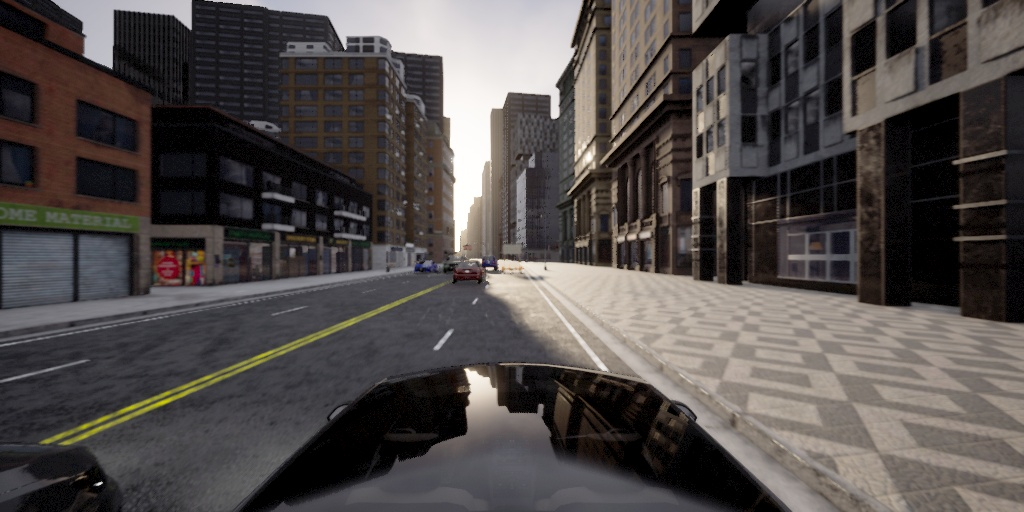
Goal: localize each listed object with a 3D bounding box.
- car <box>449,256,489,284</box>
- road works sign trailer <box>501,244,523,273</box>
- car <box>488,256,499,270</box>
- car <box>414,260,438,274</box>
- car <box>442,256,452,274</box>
[{"bbox_3d":[-3.158,1.104,27.390,2.097,1.767,4.553,0,0,0],"label":"car"},{"bbox_3d":[0.002,0.219,43.007,2.380,3.560,2.880,0,0,0],"label":"road works sign trailer"},{"bbox_3d":[-3.166,0.977,51.563,2.150,2.045,5.566,0,0,0],"label":"car"},{"bbox_3d":[-9.844,1.231,41.373,1.882,1.535,5.008,0,0,0],"label":"car"},{"bbox_3d":[-6.593,0.978,41.860,2.150,2.045,5.566,0,0,0],"label":"car"}]
